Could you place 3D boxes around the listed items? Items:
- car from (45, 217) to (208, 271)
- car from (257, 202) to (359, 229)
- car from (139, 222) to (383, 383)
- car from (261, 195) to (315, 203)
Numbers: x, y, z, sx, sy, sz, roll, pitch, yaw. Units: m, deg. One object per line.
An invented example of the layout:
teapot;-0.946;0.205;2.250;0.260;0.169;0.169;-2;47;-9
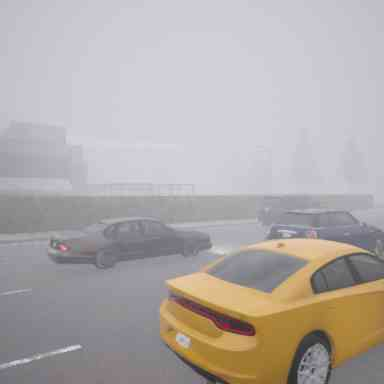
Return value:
car;-1.886;1.547;10.995;5.357;1.411;2.033;0;0;-35
car;4.604;1.352;11.322;4.553;1.767;2.097;0;0;-35
car;1.910;1.477;5.106;5.008;1.535;1.882;0;0;-35
car;6.643;1.221;21.370;5.566;2.045;2.150;0;0;-35
